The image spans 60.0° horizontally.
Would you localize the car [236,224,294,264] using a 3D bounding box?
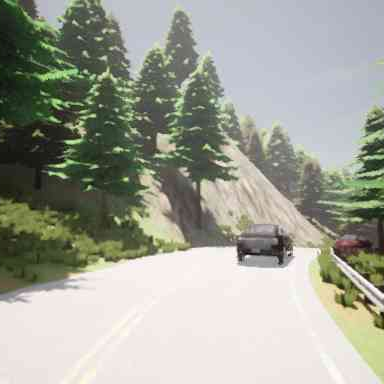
[{"bbox_3d":[3.294,2.163,14.555,2.128,1.511,4.902,-2,-6,22],"label":"car"}]
